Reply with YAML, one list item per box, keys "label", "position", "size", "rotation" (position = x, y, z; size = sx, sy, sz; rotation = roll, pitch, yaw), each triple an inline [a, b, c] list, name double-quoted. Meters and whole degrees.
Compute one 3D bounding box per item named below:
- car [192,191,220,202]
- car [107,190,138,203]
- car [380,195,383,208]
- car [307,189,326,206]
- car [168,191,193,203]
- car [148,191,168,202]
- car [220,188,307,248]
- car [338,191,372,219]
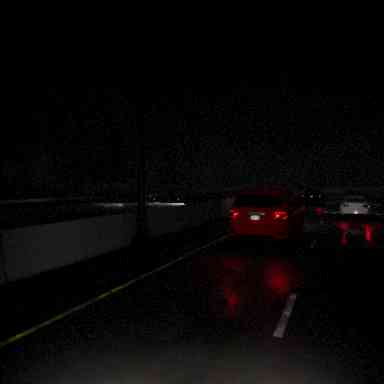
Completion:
- label: "car"
  position: [2.125, 0.600, 37.263]
  size: [1.994, 1.385, 4.181]
  rotation: [0, 2, 26]
- label: "car"
  position: [-8.134, 0.480, 40.132]
  size: [1.882, 1.535, 5.008]
  rotation: [0, 2, 25]
- label: "car"
  position: [18.312, 0.701, 30.209]
  size: [2.033, 1.411, 5.357]
  rotation: [0, 2, 26]
- label: "car"
  position: [12.626, 0.420, 34.438]
  size: [2.097, 1.767, 4.553]
  rotation: [1, 2, 26]
- label: "car"
  position: [-0.685, 0.554, 39.475]
  size: [1.994, 1.385, 4.181]
  rotation: [0, 2, 26]
- label: "car"
  position: [-3.507, 0.545, 41.708]
  size: [1.895, 1.301, 4.718]
  rotation: [0, 2, 26]
- label: "car"
  position: [3.137, 0.865, 13.335]
  size: [2.150, 2.045, 5.566]
  rotation: [0, 2, 23]
- label: "car"
  position: [10.669, 0.922, 21.877]
  size: [1.812, 1.442, 4.674]
  rotation: [0, 2, 24]
